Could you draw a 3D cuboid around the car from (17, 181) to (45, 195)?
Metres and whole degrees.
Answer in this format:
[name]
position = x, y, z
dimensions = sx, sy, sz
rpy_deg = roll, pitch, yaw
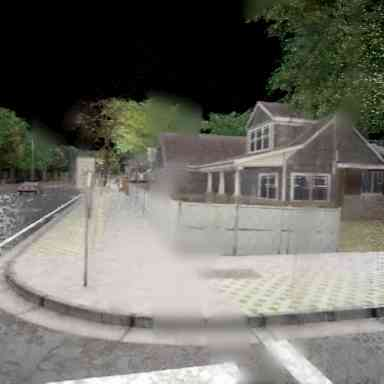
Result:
[car]
position = -17.426, -0.446, 36.241
dimensions = 2.033, 1.411, 5.357
rpy_deg = 1, 3, -13
